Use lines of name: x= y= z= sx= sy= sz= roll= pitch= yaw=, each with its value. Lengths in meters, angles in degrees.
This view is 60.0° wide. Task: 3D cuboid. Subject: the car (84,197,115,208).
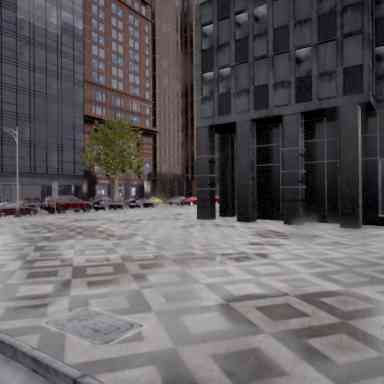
car: x=-13.436 y=1.484 z=48.623 sx=1.967 sy=1.590 sz=4.097 roll=-1 pitch=0 yaw=35

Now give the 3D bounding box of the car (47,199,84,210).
car: x=-16.641 y=1.642 z=43.984 sx=1.802 sy=1.307 sz=4.206 roll=-1 pitch=0 yaw=35

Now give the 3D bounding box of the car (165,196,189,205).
car: x=-2.558 y=1.506 z=59.340 sx=1.812 sy=1.442 sz=4.674 roll=-1 pitch=-1 yaw=35

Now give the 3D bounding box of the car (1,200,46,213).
car: x=-19.848 y=1.642 z=39.346 sx=1.947 sy=1.339 sz=4.313 roll=-1 pitch=0 yaw=35

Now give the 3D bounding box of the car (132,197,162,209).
car: x=-6.425 y=1.509 z=43.770 sx=1.947 sy=1.339 sz=4.313 roll=-1 pitch=0 yaw=35

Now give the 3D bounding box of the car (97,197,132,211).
car: x=-9.632 y=1.525 z=39.133 sx=1.947 sy=1.339 sz=4.313 roll=-1 pitch=0 yaw=35

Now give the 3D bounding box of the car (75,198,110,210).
car: x=-13.142 y=1.585 z=44.190 sx=1.994 sy=1.385 sz=4.181 roll=-1 pitch=0 yaw=35

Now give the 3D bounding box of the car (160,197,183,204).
car: x=-3.813 y=1.574 z=62.539 sx=1.947 sy=1.339 sz=4.313 roll=-1 pitch=0 yaw=35

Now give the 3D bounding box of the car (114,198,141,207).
car: x=-10.227 y=1.613 z=53.262 sx=1.802 sy=1.307 sz=4.206 roll=-1 pitch=0 yaw=35

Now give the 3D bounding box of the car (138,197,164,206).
car: x=-7.117 y=1.544 z=57.760 sx=1.752 sy=1.417 sz=4.829 roll=-1 pitch=0 yaw=35

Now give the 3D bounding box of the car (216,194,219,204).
car: x=3.193 y=1.222 z=57.687 sx=2.192 sy=1.841 sz=5.009 roll=-1 pitch=0 yaw=35

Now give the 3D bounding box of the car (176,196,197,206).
car: x=-0.012 y=1.462 z=53.047 sx=1.887 sy=1.381 sz=4.507 roll=-1 pitch=0 yaw=35

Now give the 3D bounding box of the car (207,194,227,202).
car: x=5.807 y=1.296 z=76.456 sx=2.192 sy=1.841 sz=5.009 roll=-1 pitch=0 yaw=35

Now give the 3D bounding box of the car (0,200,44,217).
car: x=-16.045 y=1.576 z=29.857 sx=1.802 sy=1.307 sz=4.206 roll=-1 pitch=0 yaw=35

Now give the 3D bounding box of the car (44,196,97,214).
car: x=-12.841 y=1.290 z=34.496 sx=2.192 sy=1.841 sz=5.009 roll=-1 pitch=0 yaw=35

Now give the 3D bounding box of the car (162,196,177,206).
car: x=-2.020 y=1.496 z=54.741 sx=2.033 sy=1.411 sz=5.357 roll=-1 pitch=0 yaw=35
